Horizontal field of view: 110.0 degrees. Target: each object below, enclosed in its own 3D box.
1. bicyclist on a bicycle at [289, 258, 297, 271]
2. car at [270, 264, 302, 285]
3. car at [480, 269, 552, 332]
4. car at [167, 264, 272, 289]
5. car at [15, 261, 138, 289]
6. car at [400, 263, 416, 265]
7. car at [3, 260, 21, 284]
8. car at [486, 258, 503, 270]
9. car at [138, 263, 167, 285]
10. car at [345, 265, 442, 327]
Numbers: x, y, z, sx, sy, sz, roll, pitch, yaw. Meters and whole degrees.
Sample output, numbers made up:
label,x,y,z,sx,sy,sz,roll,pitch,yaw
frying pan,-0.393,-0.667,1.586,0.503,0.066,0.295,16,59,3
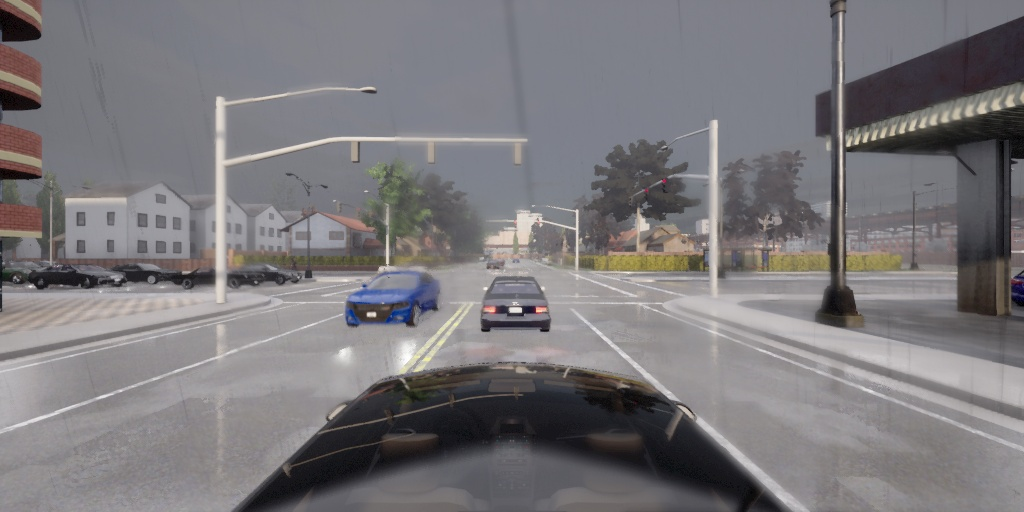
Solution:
label,x,y,z,sx,sy,sz,roll,pitch,yaw
bicyclist on a bicycle,-26.522,1.051,43.463,0.582,1.620,1.656,0,0,1
car,-17.707,1.276,25.858,4.674,1.442,1.812,0,0,1
car,0.087,1.297,10.812,2.033,1.411,5.357,0,0,0
car,-18.092,1.351,22.331,4.718,1.301,1.895,0,0,1
car,-27.124,1.242,22.489,4.902,1.511,2.128,0,0,1
car,-11.340,1.351,37.209,4.718,1.301,1.895,0,0,-2
car,-36.054,1.102,26.133,4.553,1.767,2.097,0,0,1
car,-2.825,1.297,53.601,2.033,1.411,5.357,0,0,0
car,-26.769,1.228,25.982,5.008,1.535,1.882,0,0,1
car,-3.592,1.227,11.674,1.882,1.535,5.008,0,0,0
